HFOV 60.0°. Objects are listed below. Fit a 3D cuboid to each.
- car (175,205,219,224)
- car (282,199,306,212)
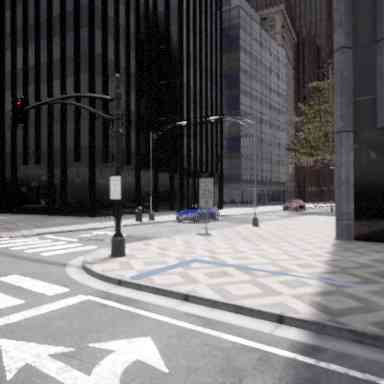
[{"bbox_3d":[0.568,1.782,27.731,1.812,1.442,4.674,0,-1,36],"label":"car"},{"bbox_3d":[14.436,1.845,46.959,2.097,1.767,4.553,0,-1,36],"label":"car"}]
